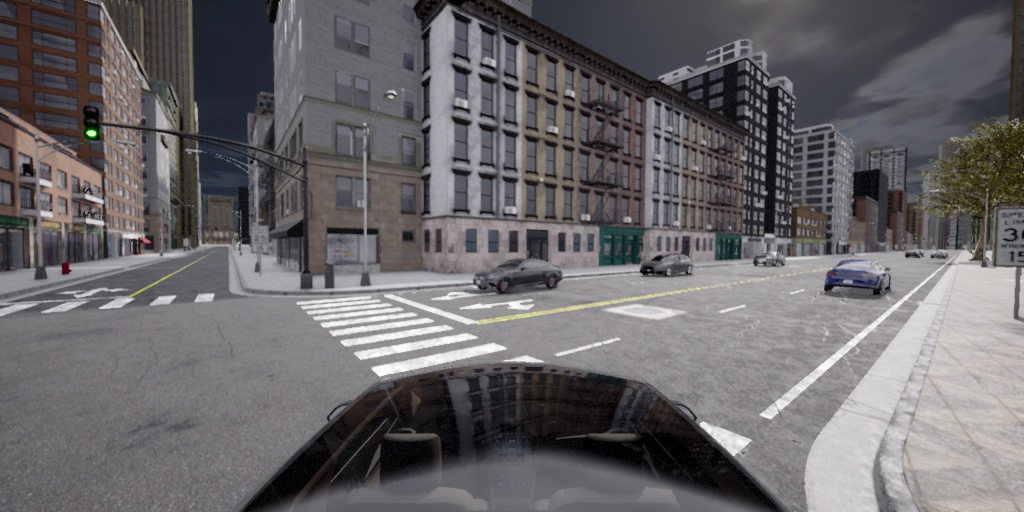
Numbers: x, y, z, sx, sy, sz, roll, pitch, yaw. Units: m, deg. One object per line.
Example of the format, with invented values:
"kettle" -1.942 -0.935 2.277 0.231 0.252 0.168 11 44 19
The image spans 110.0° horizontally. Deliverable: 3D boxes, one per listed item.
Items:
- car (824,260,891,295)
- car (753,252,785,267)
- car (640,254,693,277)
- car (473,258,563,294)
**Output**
"car" 16.189 0.911 16.765 4.674 1.442 1.812 -1 2 -38
"car" 27.297 0.301 37.990 4.902 1.511 2.128 -1 2 -38
"car" 10.909 0.606 25.139 4.892 1.490 1.837 -3 3 -38
"car" 0.381 0.828 16.811 4.674 1.442 1.812 -1 2 -38
